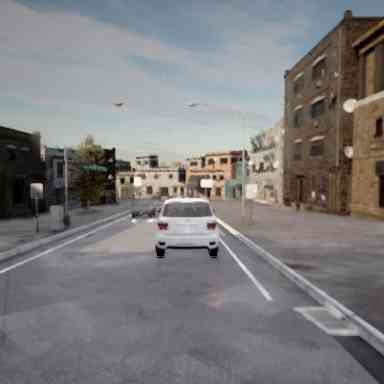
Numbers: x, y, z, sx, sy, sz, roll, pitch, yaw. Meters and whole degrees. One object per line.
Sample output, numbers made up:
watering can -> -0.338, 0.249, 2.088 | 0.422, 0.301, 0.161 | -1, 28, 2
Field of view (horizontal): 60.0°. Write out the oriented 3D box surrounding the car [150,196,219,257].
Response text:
car -> -0.205, 1.251, 13.185 | 2.150, 2.045, 5.566 | 0, 0, -1

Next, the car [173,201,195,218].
car -> -0.792, 1.625, 32.798 | 2.033, 1.411, 5.357 | 0, 0, -2

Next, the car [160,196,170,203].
car -> -5.875, 1.539, 71.783 | 1.812, 1.442, 4.674 | -1, 1, -10

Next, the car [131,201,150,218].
car -> -4.429, 1.582, 30.766 | 1.837, 1.490, 4.892 | 0, 0, -2
